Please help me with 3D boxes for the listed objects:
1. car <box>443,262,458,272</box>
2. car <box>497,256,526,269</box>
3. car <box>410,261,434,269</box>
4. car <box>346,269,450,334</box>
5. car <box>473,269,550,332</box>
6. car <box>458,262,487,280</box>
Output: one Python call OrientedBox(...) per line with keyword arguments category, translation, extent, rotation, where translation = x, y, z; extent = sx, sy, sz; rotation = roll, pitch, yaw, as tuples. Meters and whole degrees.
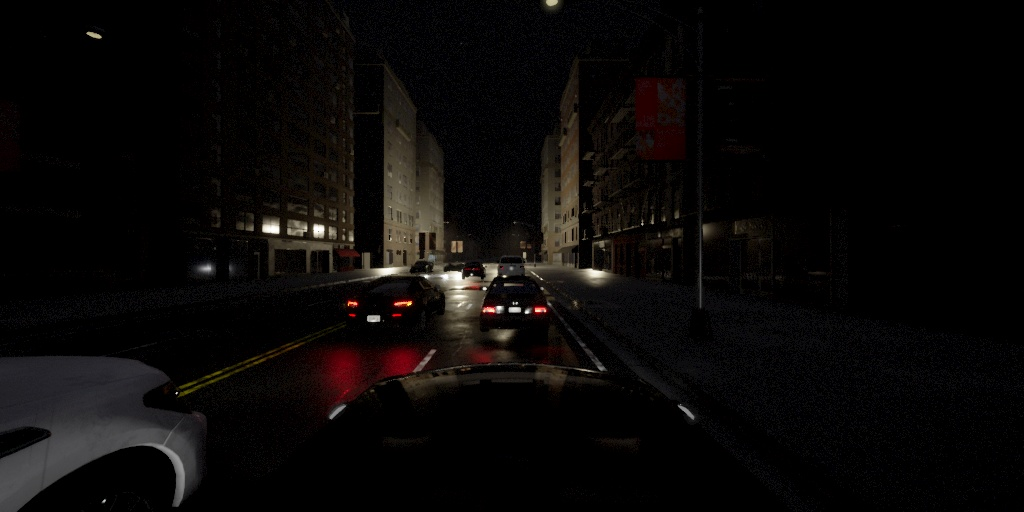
OrientedBox(category="car", translation=(-6.837, 1.373, 42.333), extent=(1.895, 1.301, 4.718), rotation=(0, 0, 0))
OrientedBox(category="car", translation=(-0.061, 0.984, 29.374), extent=(2.150, 2.045, 5.566), rotation=(0, 0, 0))
OrientedBox(category="car", translation=(-10.076, 1.275, 40.251), extent=(1.837, 1.490, 4.892), rotation=(0, 0, 0))
OrientedBox(category="car", translation=(-3.200, 1.277, 10.558), extent=(1.812, 1.442, 4.674), rotation=(0, 0, 0))
OrientedBox(category="car", translation=(0.049, 1.298, 10.841), extent=(2.033, 1.411, 5.357), rotation=(0, 0, 0))
OrientedBox(category="car", translation=(-3.323, 1.268, 31.716), extent=(1.837, 1.490, 4.892), rotation=(0, 0, -1))
